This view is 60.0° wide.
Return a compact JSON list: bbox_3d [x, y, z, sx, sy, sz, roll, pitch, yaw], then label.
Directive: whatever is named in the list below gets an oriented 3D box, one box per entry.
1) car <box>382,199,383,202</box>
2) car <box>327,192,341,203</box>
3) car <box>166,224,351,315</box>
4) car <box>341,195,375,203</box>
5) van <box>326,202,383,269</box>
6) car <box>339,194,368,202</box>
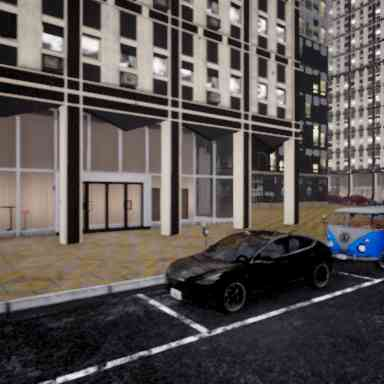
[{"bbox_3d":[28.867,1.179,46.132,1.967,1.590,4.097,1,0,-36],"label":"car"},{"bbox_3d":[22.374,0.840,55.191,2.192,1.841,5.009,1,0,-36],"label":"car"},{"bbox_3d":[1.473,1.577,7.611,4.313,1.339,1.947,0,0,-36],"label":"car"},{"bbox_3d":[25.615,1.214,50.662,1.802,1.307,4.206,1,0,-36],"label":"car"},{"bbox_3d":[6.071,1.363,10.894,3.998,1.788,1.690,0,0,-36],"label":"van"},{"bbox_3d":[29.141,1.112,60.126,1.802,1.307,4.206,1,0,-36],"label":"car"}]
